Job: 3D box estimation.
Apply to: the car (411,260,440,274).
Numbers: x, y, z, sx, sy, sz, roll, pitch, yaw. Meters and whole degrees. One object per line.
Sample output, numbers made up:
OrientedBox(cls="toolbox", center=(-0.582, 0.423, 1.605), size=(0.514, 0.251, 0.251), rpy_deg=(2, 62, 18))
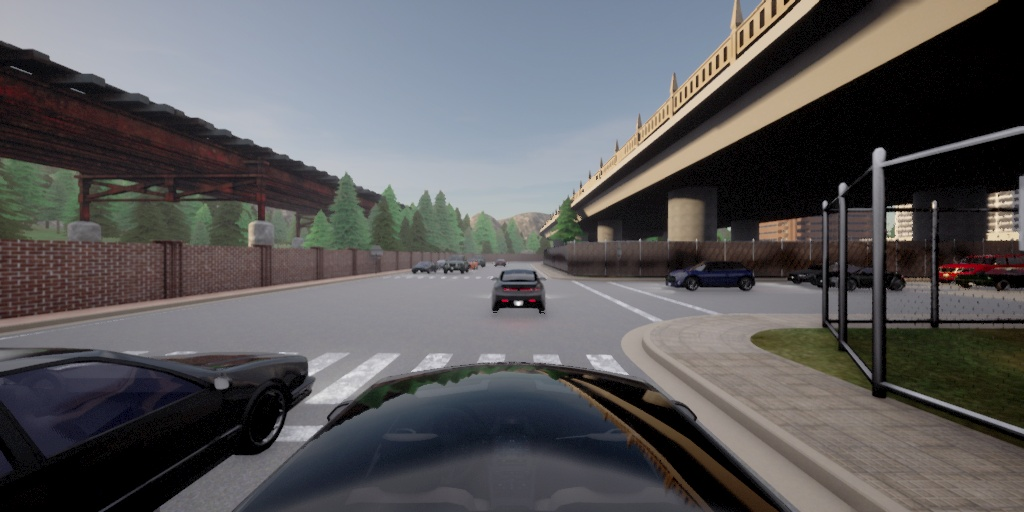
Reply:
OrientedBox(cls="car", center=(-9.727, 1.256, 40.453), size=(2.033, 1.411, 5.357), rpy_deg=(0, 0, 1))

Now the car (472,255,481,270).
OrientedBox(cls="car", center=(-6.022, 1.050, 50.205), size=(2.097, 1.767, 4.553), rpy_deg=(0, 0, 2))

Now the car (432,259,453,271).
OrientedBox(cls="car", center=(-9.532, 1.224, 49.620), size=(1.812, 1.442, 4.674), rpy_deg=(0, 0, 1))

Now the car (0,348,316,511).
OrientedBox(cls="car", center=(-3.396, 1.297, 2.034), size=(2.033, 1.411, 5.357), rpy_deg=(0, 0, 0))

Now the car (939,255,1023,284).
OrientedBox(cls="car", center=(32.255, 0.947, 24.330), size=(5.566, 2.045, 2.150), rpy_deg=(0, 0, 1))

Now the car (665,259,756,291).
OrientedBox(cls="car", center=(11.515, 1.081, 21.061), size=(4.553, 1.767, 2.097), rpy_deg=(0, 0, 1))

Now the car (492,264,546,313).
OrientedBox(cls="car", center=(0.268, 1.243, 13.942), size=(1.837, 1.490, 4.892), rpy_deg=(0, 0, 1))

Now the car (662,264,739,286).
OrientedBox(cls="car", center=(12.812, 1.289, 24.548), size=(4.181, 1.385, 1.994), rpy_deg=(0, 0, 1))

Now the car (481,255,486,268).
OrientedBox(cls="car", center=(-5.736, 0.908, 60.856), size=(2.150, 2.045, 5.566), rpy_deg=(0, 0, 2))

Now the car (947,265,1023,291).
OrientedBox(cls="car", center=(28.996, 1.330, 20.869), size=(4.718, 1.301, 1.895), rpy_deg=(0, 0, 1))

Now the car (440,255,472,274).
OrientedBox(cls="car", center=(-6.227, 0.930, 40.559), size=(2.150, 2.045, 5.566), rpy_deg=(0, 0, 1))

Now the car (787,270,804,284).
OrientedBox(cls="car", center=(21.576, 1.230, 24.450), size=(4.892, 1.490, 1.837), rpy_deg=(0, 0, 1))

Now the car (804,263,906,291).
OrientedBox(cls="car", center=(20.154, 1.293, 20.963), size=(4.181, 1.385, 1.994), rpy_deg=(0, 0, 1))
